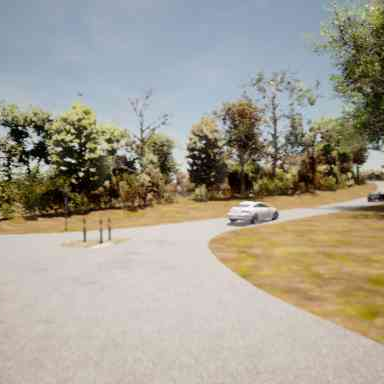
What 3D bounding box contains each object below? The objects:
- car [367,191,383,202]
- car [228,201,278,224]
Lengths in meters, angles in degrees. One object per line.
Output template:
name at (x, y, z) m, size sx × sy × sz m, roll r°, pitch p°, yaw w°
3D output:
car at (27.424, 0.637, 49.452) m, size 2.128 × 1.511 × 4.902 m, roll -3°, pitch 0°, yaw 40°
car at (4.295, 1.380, 23.194) m, size 1.812 × 1.442 × 4.674 m, roll -1°, pitch 0°, yaw 41°
